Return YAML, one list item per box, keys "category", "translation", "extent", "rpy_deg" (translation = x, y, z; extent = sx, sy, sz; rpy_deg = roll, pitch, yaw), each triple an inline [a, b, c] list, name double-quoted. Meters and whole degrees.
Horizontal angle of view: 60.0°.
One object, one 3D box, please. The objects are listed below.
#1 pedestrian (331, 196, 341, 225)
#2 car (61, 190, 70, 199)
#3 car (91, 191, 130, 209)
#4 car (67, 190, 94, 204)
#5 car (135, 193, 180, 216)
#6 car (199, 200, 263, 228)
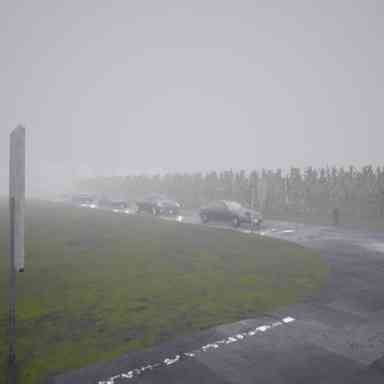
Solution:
- category: "pedestrian"
  translation: [9.110, 1.139, 21.043]
  extent: [0.375, 1.860, 0.375]
  rpy_deg: [2, -1, -36]
- category: "car"
  translation: [-21.720, 0.466, 58.702]
  extent: [2.128, 1.511, 4.902]
  rpy_deg: [1, 1, -36]
- category: "car"
  translation: [-8.498, 0.958, 35.295]
  extent: [2.033, 1.411, 5.357]
  rpy_deg: [1, 1, -36]
- category: "car"
  translation: [-14.409, 0.835, 43.561]
  extent: [1.895, 1.301, 4.718]
  rpy_deg: [1, 1, -35]
- category: "car"
  translation: [-2.902, 0.932, 27.510]
  extent: [2.097, 1.767, 4.553]
  rpy_deg: [1, 1, -36]
- category: "car"
  translation: [2.225, 1.262, 20.321]
  extent: [1.812, 1.442, 4.674]
  rpy_deg: [1, 1, -34]
